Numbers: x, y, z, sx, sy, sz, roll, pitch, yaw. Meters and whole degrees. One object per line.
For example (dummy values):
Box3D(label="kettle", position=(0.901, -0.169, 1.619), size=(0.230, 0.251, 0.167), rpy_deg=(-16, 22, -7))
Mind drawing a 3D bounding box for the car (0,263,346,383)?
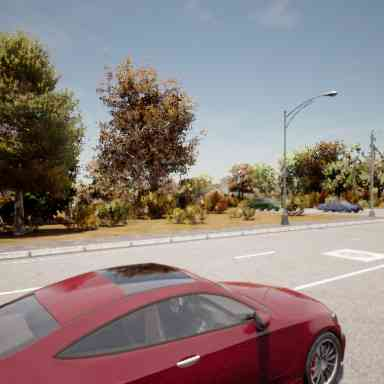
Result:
Box3D(label="car", position=(-0.306, 1.526, 3.527), size=(4.674, 1.442, 1.812), rpy_deg=(0, 0, -35))

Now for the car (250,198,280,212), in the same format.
Box3D(label="car", position=(11.354, 1.987, 51.359), size=(2.150, 2.045, 5.566), rpy_deg=(0, -3, -32))

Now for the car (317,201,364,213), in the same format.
Box3D(label="car", position=(18.038, 1.815, 40.678), size=(2.033, 1.411, 5.357), rpy_deg=(0, -2, -32))
